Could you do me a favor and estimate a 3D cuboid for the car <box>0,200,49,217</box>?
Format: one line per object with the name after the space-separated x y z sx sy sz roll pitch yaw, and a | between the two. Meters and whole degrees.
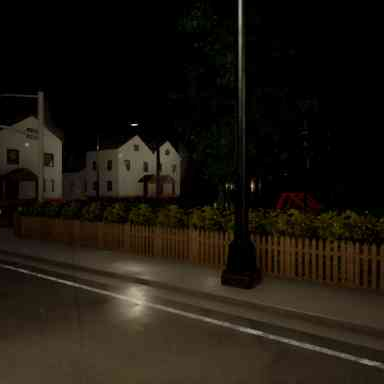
-15.048 1.483 30.647 2.128 1.511 4.902 0 0 35 | car

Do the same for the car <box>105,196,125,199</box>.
-9.400 1.343 38.817 2.097 1.767 4.553 0 0 35 | car
